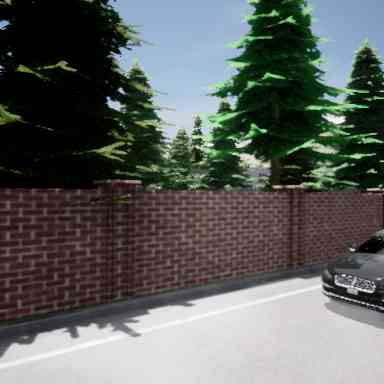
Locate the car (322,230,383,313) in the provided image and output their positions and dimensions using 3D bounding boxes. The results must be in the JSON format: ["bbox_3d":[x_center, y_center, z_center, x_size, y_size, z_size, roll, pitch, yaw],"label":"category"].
[{"bbox_3d":[4.889,1.589,7.377,4.892,1.490,1.837,1,-1,-35],"label":"car"}]
